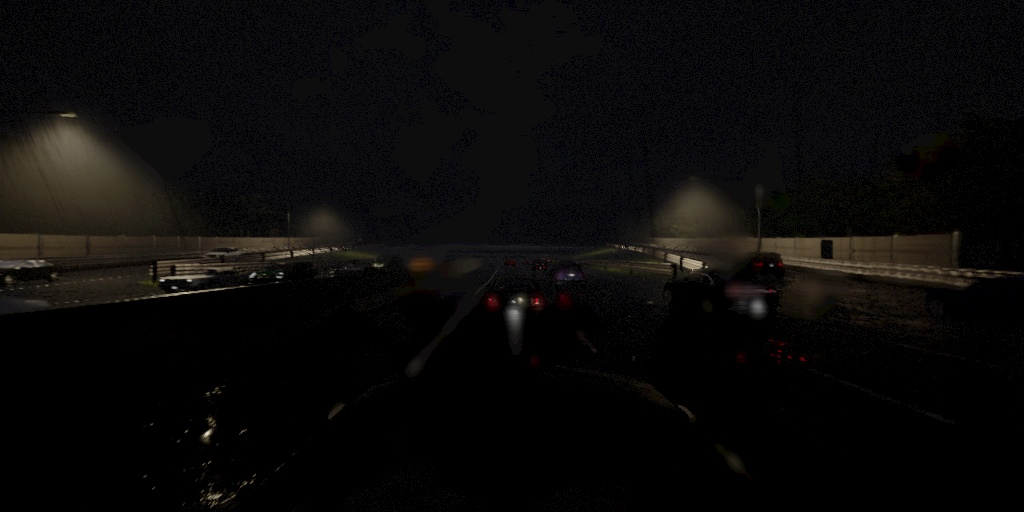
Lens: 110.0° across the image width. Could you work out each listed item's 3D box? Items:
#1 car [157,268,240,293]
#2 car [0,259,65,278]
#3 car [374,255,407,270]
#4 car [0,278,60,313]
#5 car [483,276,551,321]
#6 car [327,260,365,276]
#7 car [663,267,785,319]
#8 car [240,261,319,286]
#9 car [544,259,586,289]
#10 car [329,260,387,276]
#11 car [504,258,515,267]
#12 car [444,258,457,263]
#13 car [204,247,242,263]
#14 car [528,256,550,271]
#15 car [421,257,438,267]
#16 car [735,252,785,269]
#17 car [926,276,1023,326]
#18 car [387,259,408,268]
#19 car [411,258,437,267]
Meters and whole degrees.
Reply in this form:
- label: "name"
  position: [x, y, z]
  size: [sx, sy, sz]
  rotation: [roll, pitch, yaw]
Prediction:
- label: "car"
  position: [-17.643, 1.360, 20.947]
  size: [1.895, 1.301, 4.718]
  rotation: [0, 0, 0]
- label: "car"
  position: [-29.425, 0.963, 21.197]
  size: [2.128, 1.511, 4.902]
  rotation: [0, 1, -19]
- label: "car"
  position: [-14.252, 0.903, 41.101]
  size: [2.150, 2.045, 5.566]
  rotation: [0, 0, 0]
- label: "car"
  position: [-10.605, 1.279, 5.702]
  size: [1.812, 1.442, 4.674]
  rotation: [0, 0, 0]
- label: "car"
  position: [0.084, 1.355, 12.476]
  size: [1.895, 1.301, 4.718]
  rotation: [0, 0, 0]
- label: "car"
  position: [-17.734, 1.204, 38.516]
  size: [1.837, 1.490, 4.892]
  rotation: [0, 0, 0]
- label: "car"
  position: [7.083, 1.245, 12.756]
  size: [2.128, 1.511, 4.902]
  rotation: [0, 0, 0]
- label: "car"
  position: [-14.148, 1.111, 22.514]
  size: [2.097, 1.767, 4.553]
  rotation: [0, 0, 0]
- label: "car"
  position: [3.545, 1.188, 23.459]
  size: [2.033, 1.649, 4.856]
  rotation: [0, 0, 0]
- label: "car"
  position: [-10.657, 1.250, 24.619]
  size: [2.128, 1.511, 4.902]
  rotation: [0, 0, 0]
- label: "car"
  position: [-0.377, 1.039, 62.133]
  size: [1.882, 1.535, 5.008]
  rotation: [0, 0, -1]
- label: "car"
  position: [-10.906, 1.102, 64.349]
  size: [2.033, 1.411, 5.357]
  rotation: [0, 0, -1]
- label: "car"
  position: [-37.014, -0.153, 46.173]
  size: [2.150, 2.045, 5.566]
  rotation: [0, 2, -14]
- label: "car"
  position: [3.394, 1.156, 45.705]
  size: [1.837, 1.490, 4.892]
  rotation: [0, 0, -1]
- label: "car"
  position: [-14.390, 1.036, 62.814]
  size: [1.882, 1.535, 5.008]
  rotation: [0, 0, -1]
- label: "car"
  position: [20.730, 0.704, 30.148]
  size: [2.150, 2.045, 5.566]
  rotation: [0, 2, 17]
- label: "car"
  position: [14.492, 1.308, 10.074]
  size: [1.882, 1.535, 5.008]
  rotation: [1, -1, 16]
- label: "car"
  position: [-17.854, 1.150, 55.987]
  size: [1.994, 1.385, 4.181]
  rotation: [0, 0, 0]
- label: "car"
  position: [-10.767, 1.145, 43.172]
  size: [1.882, 1.535, 5.008]
  rotation: [0, 0, 0]
